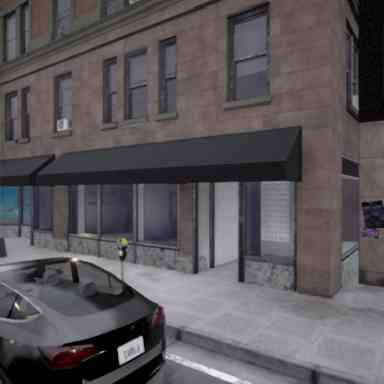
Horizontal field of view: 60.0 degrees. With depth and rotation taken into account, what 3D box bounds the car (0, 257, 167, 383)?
[{"bbox_3d":[-2.280,1.566,4.428,4.313,1.339,1.947,0,0,35],"label":"car"}]
